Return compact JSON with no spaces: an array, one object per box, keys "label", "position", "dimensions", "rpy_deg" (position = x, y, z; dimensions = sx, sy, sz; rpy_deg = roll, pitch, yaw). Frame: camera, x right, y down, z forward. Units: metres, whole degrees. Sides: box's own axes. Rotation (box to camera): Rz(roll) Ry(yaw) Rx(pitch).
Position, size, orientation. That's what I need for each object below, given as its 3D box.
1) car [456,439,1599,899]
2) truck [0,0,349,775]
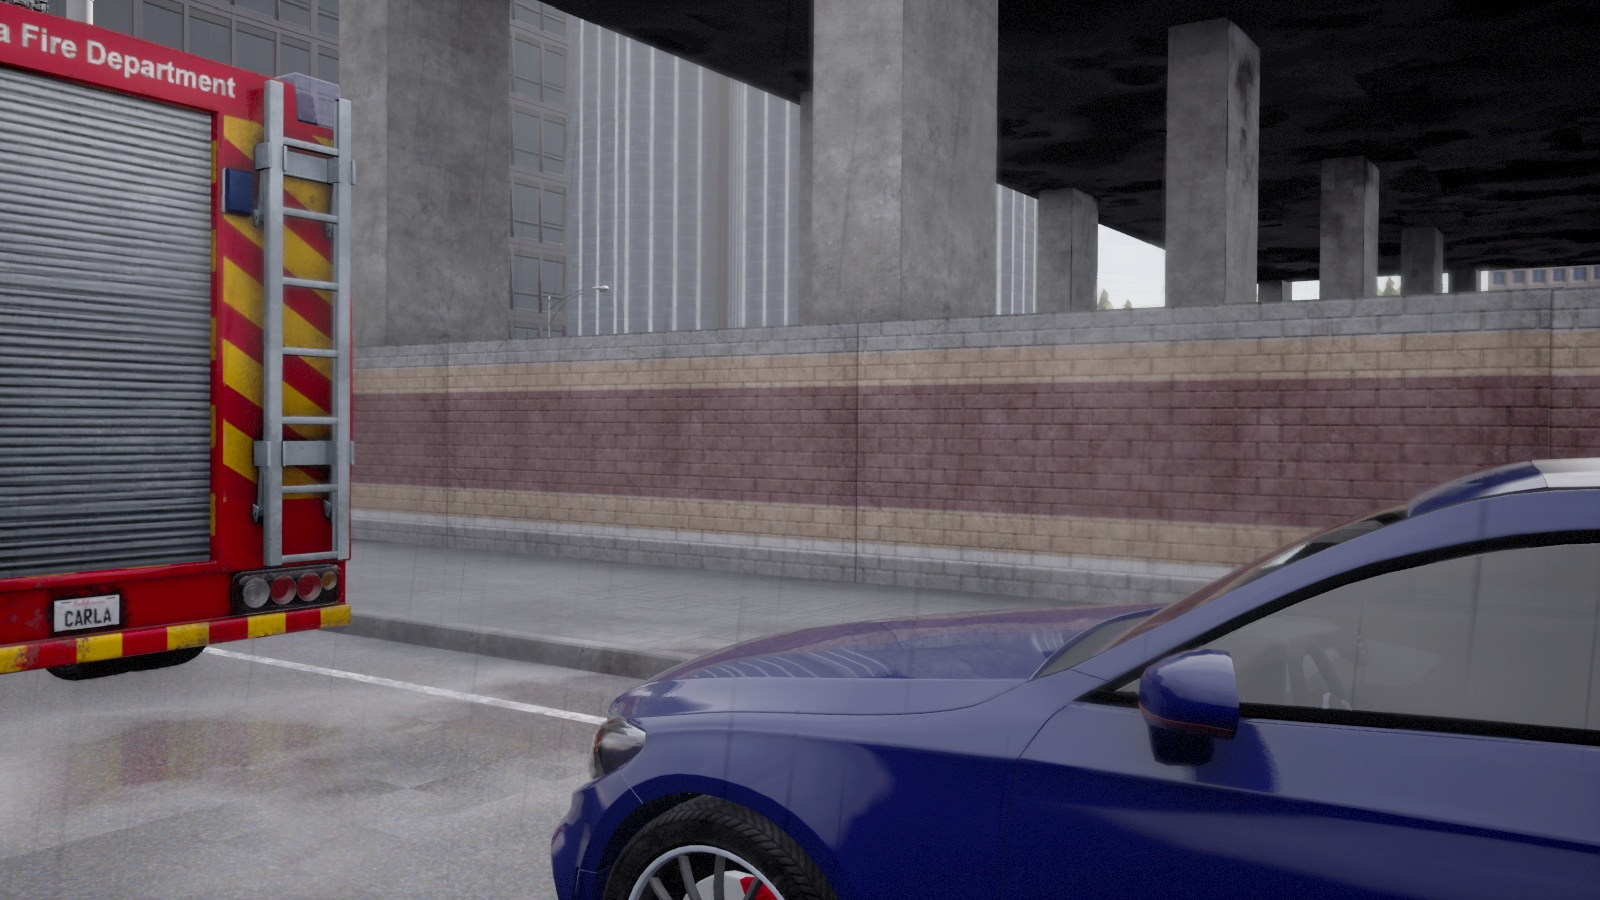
[{"label":"car","position":[1.618,0.708,2.546],"dimensions":[4.674,1.442,1.812],"rpy_deg":[0,1,33]},{"label":"truck","position":[-6.880,-0.483,8.172],"dimensions":[8.468,3.827,2.891],"rpy_deg":[0,1,34]}]
